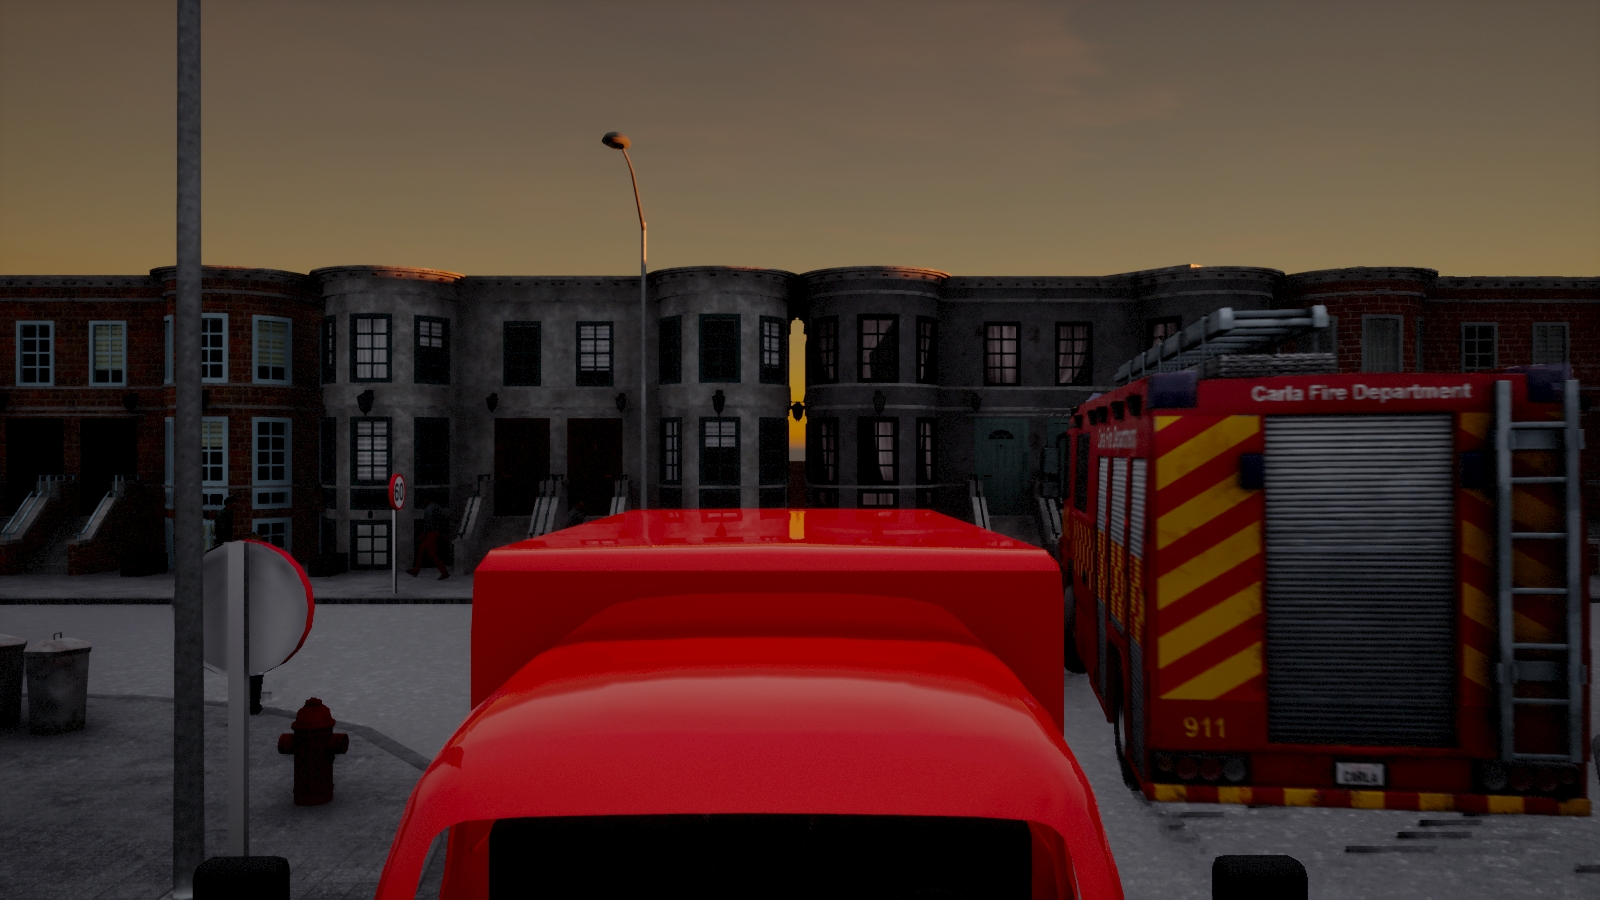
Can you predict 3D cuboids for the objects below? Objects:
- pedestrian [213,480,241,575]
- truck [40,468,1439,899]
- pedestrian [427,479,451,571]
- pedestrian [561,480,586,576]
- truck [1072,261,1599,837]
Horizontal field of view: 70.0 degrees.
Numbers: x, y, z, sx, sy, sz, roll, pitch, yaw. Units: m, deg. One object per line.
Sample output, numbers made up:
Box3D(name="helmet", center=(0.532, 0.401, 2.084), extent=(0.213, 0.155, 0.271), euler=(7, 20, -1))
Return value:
Box3D(name="pedestrian", center=(-11.355, 1.524, 22.656), extent=(0.375, 1.860, 0.375), euler=(0, 0, -1))
Box3D(name="truck", center=(-0.117, 1.348, 4.748), extent=(2.627, 2.467, 5.204), euler=(0, 0, 0))
Box3D(name="pedestrian", center=(-7.389, 1.526, 23.396), extent=(0.375, 1.860, 0.375), euler=(0, 0, 2))
Box3D(name="pedestrian", center=(-4.448, 1.524, 22.438), extent=(0.375, 1.860, 0.375), euler=(0, 0, 8))
Box3D(name="truck", center=(4.698, 0.670, 11.969), extent=(2.891, 3.827, 8.468), euler=(-1, 0, 9))
